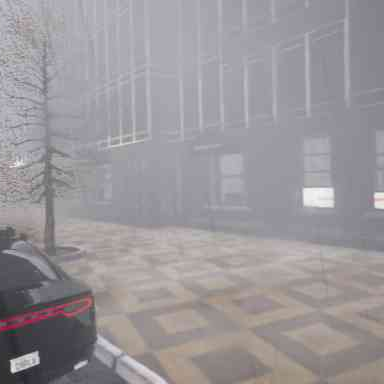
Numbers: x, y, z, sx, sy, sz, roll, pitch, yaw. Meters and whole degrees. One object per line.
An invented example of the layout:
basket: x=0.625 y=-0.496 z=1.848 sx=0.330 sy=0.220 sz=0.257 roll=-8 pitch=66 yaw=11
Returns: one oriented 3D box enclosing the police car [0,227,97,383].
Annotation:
police car: x=-3.307 y=1.386 z=5.016 sx=1.930 sy=1.638 sz=5.238 roll=-2 pitch=2 yaw=-42
